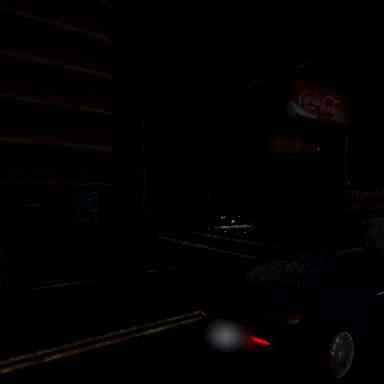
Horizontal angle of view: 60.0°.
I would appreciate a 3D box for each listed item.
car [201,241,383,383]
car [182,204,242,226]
[{"bbox_3d":[2.284,1.547,5.374,4.674,1.442,1.812,0,0,-36],"label":"car"},{"bbox_3d":[1.315,1.613,24.763,2.033,1.411,5.357,0,0,-34],"label":"car"}]
